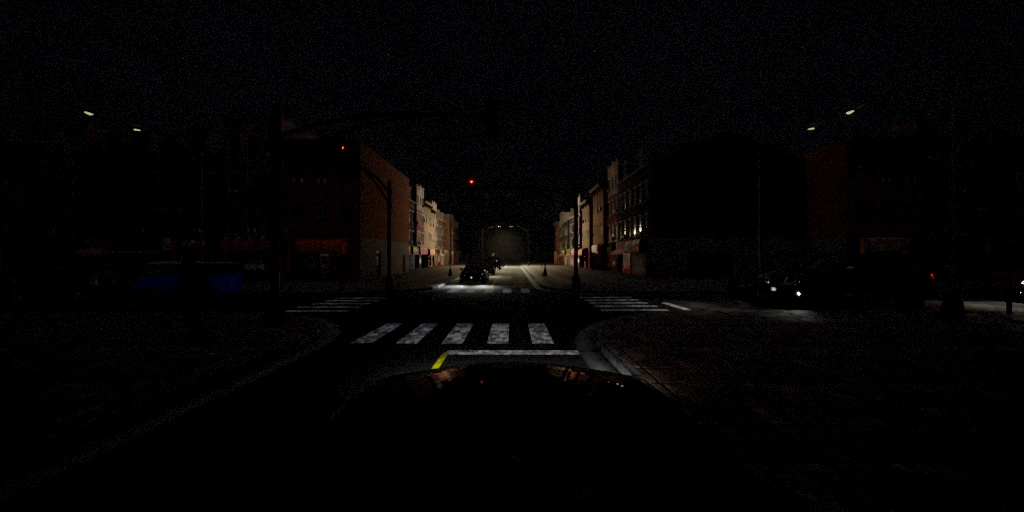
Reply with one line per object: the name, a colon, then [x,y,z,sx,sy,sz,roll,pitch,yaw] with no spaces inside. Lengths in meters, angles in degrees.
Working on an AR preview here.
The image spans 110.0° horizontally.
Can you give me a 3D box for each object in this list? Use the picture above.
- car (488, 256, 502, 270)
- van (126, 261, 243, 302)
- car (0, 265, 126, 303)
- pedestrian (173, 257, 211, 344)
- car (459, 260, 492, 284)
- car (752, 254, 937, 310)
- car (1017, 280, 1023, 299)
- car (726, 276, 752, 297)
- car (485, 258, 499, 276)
car: [-2.727,0.999,52.830,2.150,2.045,5.566,0,1,0]
van: [-14.714,1.124,16.464,3.998,1.789,1.690,0,0,0]
car: [-20.189,1.238,16.449,4.097,1.591,1.967,0,0,0]
pedestrian: [-6.679,0.893,7.508,0.375,1.860,0.375,0,0,0]
car: [-2.819,1.269,27.464,1.837,1.490,4.892,0,0,1]
car: [12.975,0.934,14.003,5.566,2.045,2.150,0,0,0]
car: [23.117,1.051,14.028,4.553,1.767,2.097,0,0,0]
car: [12.289,1.266,16.538,4.403,1.370,2.007,0,0,0]
car: [-2.772,1.249,38.535,1.882,1.535,5.008,0,0,0]
